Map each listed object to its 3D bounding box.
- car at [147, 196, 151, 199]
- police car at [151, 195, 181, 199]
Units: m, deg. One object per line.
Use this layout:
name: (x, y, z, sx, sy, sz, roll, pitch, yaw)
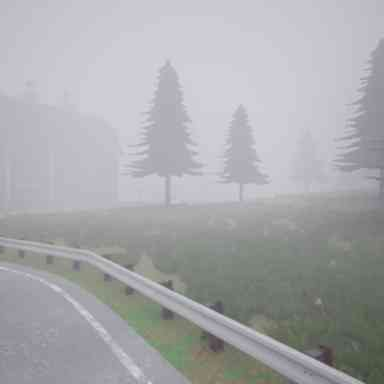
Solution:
car: (-10.694, 1.711, 89.408, 1.816, 1.474, 4.193, 0, 0, 36)
police car: (-3.677, 1.627, 52.370, 2.038, 1.542, 4.974, 0, 0, 36)
